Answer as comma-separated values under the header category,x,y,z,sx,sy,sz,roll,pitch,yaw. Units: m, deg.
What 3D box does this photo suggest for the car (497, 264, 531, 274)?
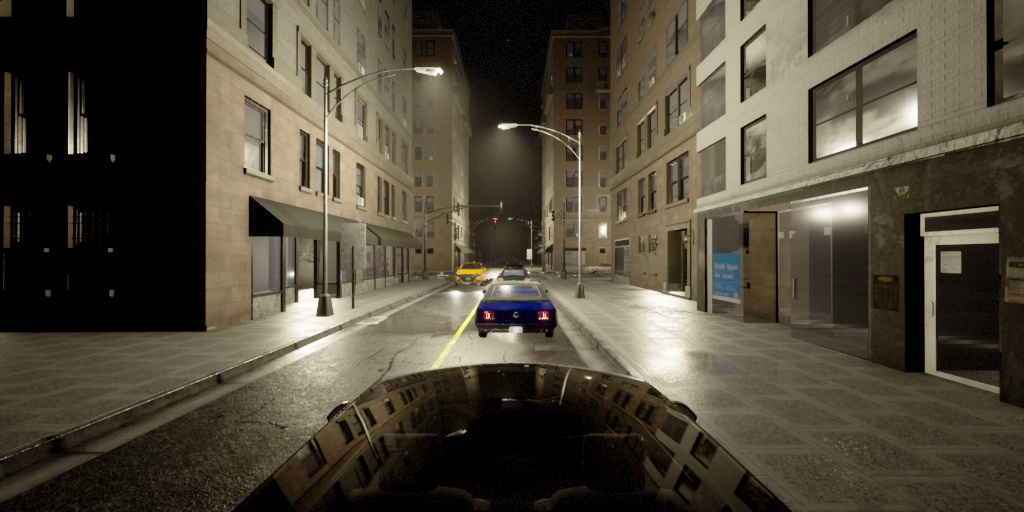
category,x,y,z,sx,sy,sz,roll,pitch,yaw
car,0.092,1.321,20.073,1.994,1.385,4.181,0,0,0

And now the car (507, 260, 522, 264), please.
category,x,y,z,sx,sy,sz,roll,pitch,yaw
car,0.311,1.270,48.887,1.882,1.535,5.008,0,0,-3

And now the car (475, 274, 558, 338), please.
category,x,y,z,sx,sy,sz,roll,pitch,yaw
car,0.099,1.352,10.184,1.895,1.301,4.718,0,0,0

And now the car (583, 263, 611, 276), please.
category,x,y,z,sx,sy,sz,roll,pitch,yaw
car,9.929,1.378,37.373,4.718,1.301,1.895,0,0,-1

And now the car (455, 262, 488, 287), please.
category,x,y,z,sx,sy,sz,roll,pitch,yaw
car,-2.758,1.156,24.925,1.882,1.535,5.008,0,0,0
